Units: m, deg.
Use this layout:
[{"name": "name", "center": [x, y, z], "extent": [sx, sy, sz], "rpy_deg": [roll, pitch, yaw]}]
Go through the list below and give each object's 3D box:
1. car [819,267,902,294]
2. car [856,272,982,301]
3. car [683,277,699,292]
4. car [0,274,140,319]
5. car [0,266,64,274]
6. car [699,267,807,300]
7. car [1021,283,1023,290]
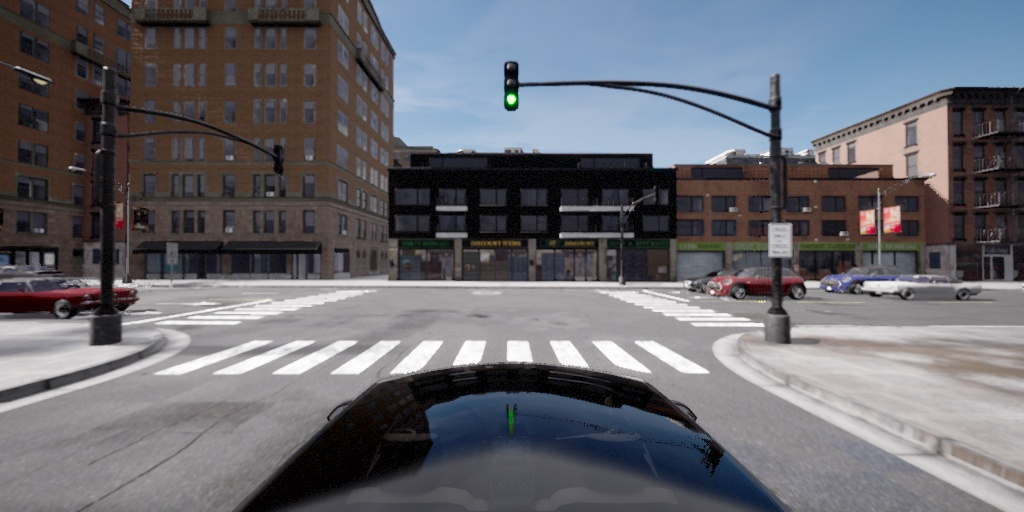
[{"name": "car", "center": [22.302, 1.473, 22.709], "extent": [4.553, 1.767, 2.097], "rpy_deg": [0, -1, 0]}, {"name": "car", "center": [22.051, 1.682, 19.453], "extent": [4.718, 1.301, 1.895], "rpy_deg": [0, -1, 0]}, {"name": "car", "center": [13.323, 1.600, 22.649], "extent": [4.674, 1.442, 1.812], "rpy_deg": [0, -1, 0]}, {"name": "car", "center": [-16.117, 1.411, 12.505], "extent": [4.718, 1.301, 1.895], "rpy_deg": [0, -1, 0]}, {"name": "car", "center": [-31.045, 1.352, 22.362], "extent": [4.902, 1.511, 2.128], "rpy_deg": [0, -1, 0]}, {"name": "car", "center": [13.063, 1.386, 19.399], "extent": [4.553, 1.767, 2.097], "rpy_deg": [0, -1, 0]}, {"name": "car", "center": [35.599, 1.718, 22.780], "extent": [4.674, 1.442, 1.812], "rpy_deg": [0, -1, -1]}]
